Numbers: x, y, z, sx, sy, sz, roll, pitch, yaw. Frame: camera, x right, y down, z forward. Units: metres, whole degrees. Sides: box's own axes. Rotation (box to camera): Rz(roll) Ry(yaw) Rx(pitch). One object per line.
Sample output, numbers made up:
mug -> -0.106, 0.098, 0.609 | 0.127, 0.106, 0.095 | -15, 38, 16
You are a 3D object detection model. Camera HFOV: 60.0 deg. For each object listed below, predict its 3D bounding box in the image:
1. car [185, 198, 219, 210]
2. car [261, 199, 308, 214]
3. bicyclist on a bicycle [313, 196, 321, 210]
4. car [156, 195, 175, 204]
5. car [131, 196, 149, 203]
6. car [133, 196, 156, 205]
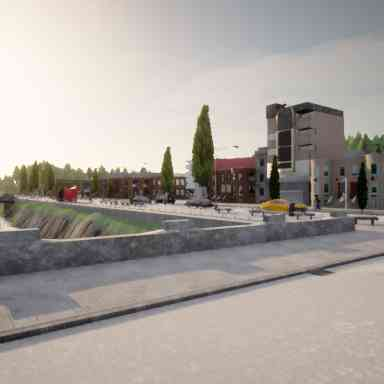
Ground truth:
car -> 1.245, 1.547, 44.445 | 2.033, 1.411, 5.357 | 0, 0, -35
car -> 9.203, 1.478, 33.249 | 1.882, 1.535, 5.008 | 0, 0, -35
bicyclist on a bicycle -> 14.931, 1.349, 39.684 | 1.656, 1.620, 0.582 | 0, 0, -35
car -> -5.044, 1.352, 60.515 | 2.097, 1.767, 4.553 | 0, 0, -36
car -> -10.772, 1.526, 68.555 | 1.812, 1.442, 4.674 | 0, 0, -36
car -> -8.758, 1.564, 58.666 | 1.837, 1.490, 4.892 | 0, 0, -35
